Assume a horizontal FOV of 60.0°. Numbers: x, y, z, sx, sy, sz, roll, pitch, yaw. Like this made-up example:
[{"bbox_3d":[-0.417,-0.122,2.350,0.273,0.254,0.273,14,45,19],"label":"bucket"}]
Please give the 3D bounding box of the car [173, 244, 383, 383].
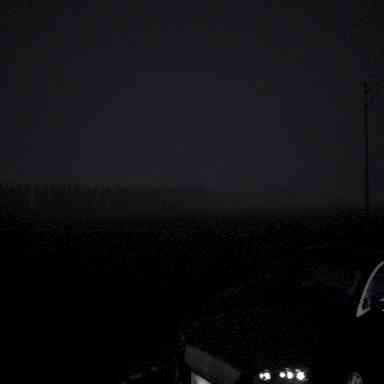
[{"bbox_3d":[1.974,1.562,4.664,4.902,1.511,2.128,1,-1,-40],"label":"car"}]
